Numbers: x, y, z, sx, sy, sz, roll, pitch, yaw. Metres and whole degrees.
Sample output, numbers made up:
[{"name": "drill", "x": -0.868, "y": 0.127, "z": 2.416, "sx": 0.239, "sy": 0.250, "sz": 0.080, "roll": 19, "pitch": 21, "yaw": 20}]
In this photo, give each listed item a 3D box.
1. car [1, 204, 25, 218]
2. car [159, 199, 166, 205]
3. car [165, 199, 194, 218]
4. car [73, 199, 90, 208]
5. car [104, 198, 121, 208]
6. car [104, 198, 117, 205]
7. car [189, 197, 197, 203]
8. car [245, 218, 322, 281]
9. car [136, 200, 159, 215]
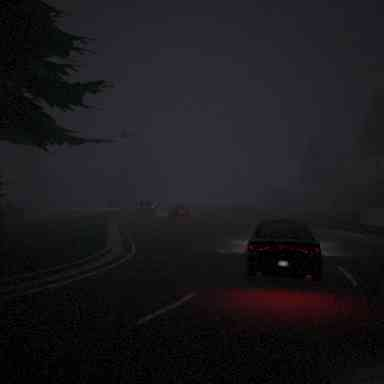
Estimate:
[{"name": "car", "x": -18.683, "y": 1.952, "z": 32.712, "sx": 2.128, "sy": 1.511, "sz": 4.902, "roll": -1, "pitch": -1, "yaw": 11}, {"name": "car", "x": -6.396, "y": 2.266, "z": 74.071, "sx": 1.994, "sy": 1.385, "sz": 4.181, "roll": -1, "pitch": -1, "yaw": -1}, {"name": "car", "x": -1.409, "y": 1.796, "z": 34.303, "sx": 1.882, "sy": 1.535, "sz": 5.008, "roll": -1, "pitch": 0, "yaw": -9}, {"name": "car", "x": -21.247, "y": 2.117, "z": 64.147, "sx": 2.097, "sy": 1.767, "sz": 4.553, "roll": -1, "pitch": -1, "yaw": -1}, {"name": "car", "x": -14.223, "y": 2.145, "z": 60.858, "sx": 1.882, "sy": 1.535, "sz": 5.008, "roll": -1, "pitch": 0, "yaw": 0}, {"name": "car", "x": -17.894, "y": 2.090, "z": 73.478, "sx": 1.812, "sy": 1.442, "sz": 4.674, "roll": -1, "pitch": -1, "yaw": -1}, {"name": "car", "x": 0.244, "y": 2.193, "z": 95.030, "sx": 2.097, "sy": 1.767, "sz": 4.553, "roll": -1, "pitch": -1, "yaw": -1}, {"name": "car", "x": 2.750, "y": 1.547, "z": 10.221, "sx": 1.882, "sy": 1.535, "sz": 5.008, "roll": 0, "pitch": 0, "yaw": 14}, {"name": "car", "x": -5.386, "y": 1.753, "z": 39.526, "sx": 2.097, "sy": 1.767, "sz": 4.553, "roll": 0, "pitch": 0, "yaw": -4}]
